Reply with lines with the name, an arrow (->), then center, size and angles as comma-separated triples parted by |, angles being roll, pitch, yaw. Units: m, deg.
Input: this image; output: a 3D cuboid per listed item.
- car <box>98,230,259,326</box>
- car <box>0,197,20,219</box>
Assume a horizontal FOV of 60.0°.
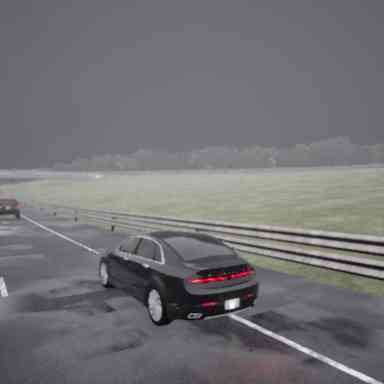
car -> -0.644, 1.617, 7.472 | 1.837, 1.490, 4.892 | 0, -1, -32
car -> -19.372, 1.711, 34.882 | 2.150, 2.045, 5.566 | 0, 0, -31
